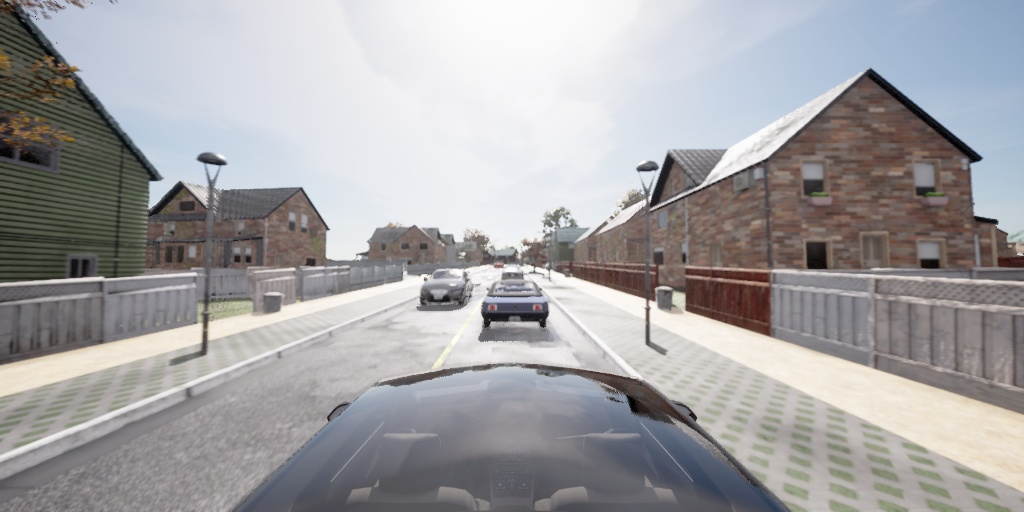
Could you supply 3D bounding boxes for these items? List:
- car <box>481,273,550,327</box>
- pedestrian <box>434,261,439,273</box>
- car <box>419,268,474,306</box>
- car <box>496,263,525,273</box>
[{"bbox_3d":[0.082,1.419,11.805,1.895,1.301,4.718,0,0,0],"label":"car"},{"bbox_3d":[-9.997,1.552,47.394,0.375,1.860,0.375,0,-2,5],"label":"pedestrian"},{"bbox_3d":[-2.870,1.343,16.464,2.128,1.511,4.902,0,0,0],"label":"car"},{"bbox_3d":[0.050,1.498,28.802,2.033,1.411,5.357,0,-1,0],"label":"car"}]
